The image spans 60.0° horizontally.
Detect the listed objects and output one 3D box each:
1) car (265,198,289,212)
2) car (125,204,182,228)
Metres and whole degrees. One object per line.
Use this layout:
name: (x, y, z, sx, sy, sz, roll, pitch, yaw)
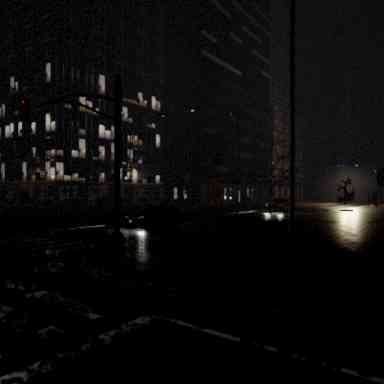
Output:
car: (10.773, 1.536, 40.971, 2.097, 1.767, 4.553, 1, 0, 37)
car: (-2.558, 1.609, 23.187, 1.812, 1.442, 4.674, 1, 0, 37)
